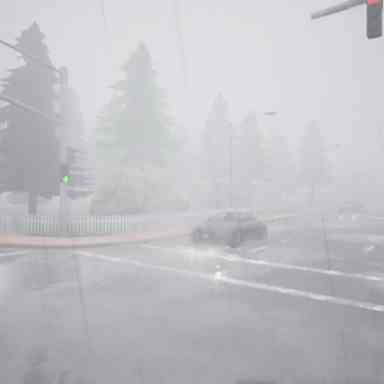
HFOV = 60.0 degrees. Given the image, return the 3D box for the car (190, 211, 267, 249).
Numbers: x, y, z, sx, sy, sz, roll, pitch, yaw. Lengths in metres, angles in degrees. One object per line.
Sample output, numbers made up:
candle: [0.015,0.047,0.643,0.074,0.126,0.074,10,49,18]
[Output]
car: [1.738,1.578,14.876,1.994,1.385,4.181,0,0,36]

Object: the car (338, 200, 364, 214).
car: [17.342,1.592,36.046,2.033,1.411,5.357,0,0,36]
